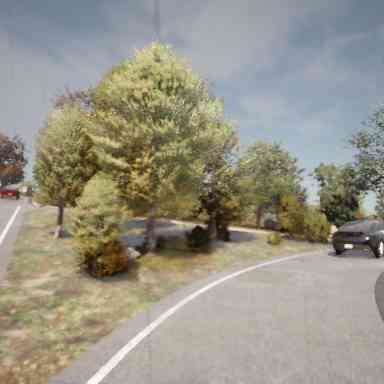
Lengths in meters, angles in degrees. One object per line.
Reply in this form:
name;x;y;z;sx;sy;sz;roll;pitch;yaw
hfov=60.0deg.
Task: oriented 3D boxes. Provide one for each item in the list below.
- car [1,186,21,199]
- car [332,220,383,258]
car;-22.358;0.055;41.225;1.882;1.535;5.008;5;-2;-25
car;8.183;2.070;15.289;4.892;1.490;1.837;3;-5;-43
